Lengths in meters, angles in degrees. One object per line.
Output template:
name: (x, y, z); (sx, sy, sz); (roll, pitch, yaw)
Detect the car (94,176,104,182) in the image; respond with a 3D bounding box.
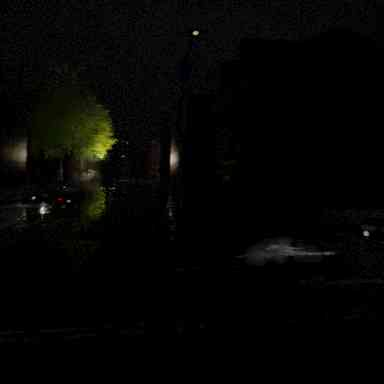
car: (-23.456, -3.338, 84.077); (2.008, 1.369, 4.403); (2, 3, -10)

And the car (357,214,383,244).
car: (8.273, 1.133, 11.575); (4.902, 1.511, 2.128); (0, 2, -9)

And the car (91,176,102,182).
car: (-22.660, -3.075, 78.984); (1.752, 1.417, 4.829); (2, 3, -10)

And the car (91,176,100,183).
car: (-22.314, -2.938, 77.045); (2.008, 1.369, 4.403); (2, 3, -10)

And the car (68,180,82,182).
car: (-13.471, -0.670, 38.240); (1.812, 1.442, 4.674); (1, 3, -9)

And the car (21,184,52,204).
car: (-11.459, 0.114, 25.419); (1.994, 1.385, 4.181); (1, 3, -9)

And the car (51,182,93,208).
car: (-8.184, 0.254, 23.409); (1.812, 1.442, 4.674); (1, 3, -9)
